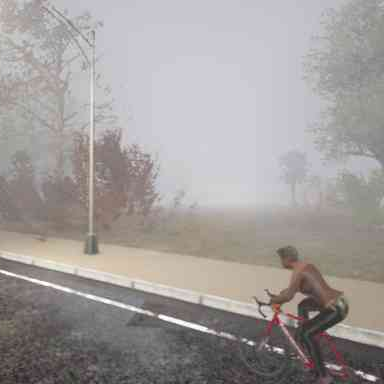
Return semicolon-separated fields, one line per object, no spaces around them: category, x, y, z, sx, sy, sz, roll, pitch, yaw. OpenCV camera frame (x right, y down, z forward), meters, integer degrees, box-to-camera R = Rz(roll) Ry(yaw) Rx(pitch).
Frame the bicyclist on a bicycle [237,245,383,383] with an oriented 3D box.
bicyclist on a bicycle;1.234;1.446;3.756;1.656;1.620;0.582;0;0;35
